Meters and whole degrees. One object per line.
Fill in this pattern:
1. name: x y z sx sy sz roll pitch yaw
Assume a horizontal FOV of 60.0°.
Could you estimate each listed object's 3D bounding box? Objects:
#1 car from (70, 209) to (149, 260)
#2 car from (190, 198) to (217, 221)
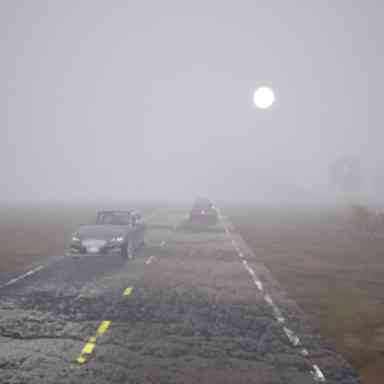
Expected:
1. car: -2.811 1.414 12.185 2.128 1.511 4.902 0 0 2
2. car: 0.876 1.407 25.331 1.994 1.385 4.181 0 0 3
